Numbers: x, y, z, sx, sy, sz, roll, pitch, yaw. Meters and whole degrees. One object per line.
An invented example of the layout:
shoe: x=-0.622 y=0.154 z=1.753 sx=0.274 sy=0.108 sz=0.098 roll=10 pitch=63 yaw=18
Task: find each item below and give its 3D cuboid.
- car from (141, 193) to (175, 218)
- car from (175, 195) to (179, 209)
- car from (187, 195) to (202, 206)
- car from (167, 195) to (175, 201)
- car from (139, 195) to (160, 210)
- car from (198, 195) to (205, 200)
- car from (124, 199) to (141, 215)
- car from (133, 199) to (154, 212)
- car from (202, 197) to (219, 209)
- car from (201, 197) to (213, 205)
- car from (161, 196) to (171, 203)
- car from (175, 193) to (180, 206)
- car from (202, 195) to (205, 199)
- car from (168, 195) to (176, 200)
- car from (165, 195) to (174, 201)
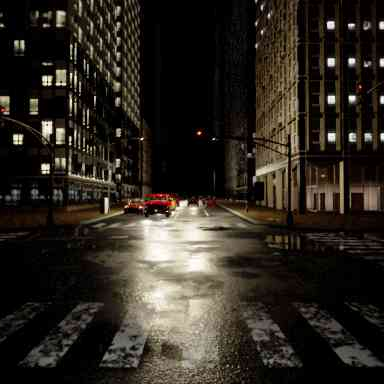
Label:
car: x=-3.062 y=1.233 z=31.086 sx=2.150 sy=2.045 sz=5.566 roll=0 pitch=0 yaw=0
car: x=-3.056 y=1.493 z=41.513 sx=1.882 sy=1.535 sz=5.008 roll=0 pitch=0 yaw=0
car: x=0.156 y=1.569 z=55.630 sx=2.033 sy=1.411 sz=5.357 roll=0 pitch=0 yaw=0
car: x=-5.585 y=1.587 z=89.508 sx=2.008 sy=1.369 sz=4.403 roll=1 pitch=0 yaw=0
car: x=-5.626 y=1.332 z=44.907 sx=2.192 sy=1.841 sz=5.009 roll=1 pitch=0 yaw=0
car: x=2.801 y=1.583 z=95.156 sx=1.887 sy=1.381 sz=4.507 roll=1 pitch=0 yaw=0
car: x=-5.640 y=1.453 z=33.756 sx=1.967 sy=1.590 sz=4.097 roll=1 pitch=0 yaw=0
car: x=-5.637 y=1.597 z=39.332 sx=1.802 sy=1.307 sz=4.206 roll=1 pitch=0 yaw=0
car: x=2.748 y=1.599 z=44.960 sx=1.802 sy=1.307 sz=4.206 roll=1 pitch=0 yaw=0
car: x=2.766 y=1.590 z=61.693 sx=1.947 sy=1.339 sz=4.313 roll=1 pitch=0 yaw=0
car: x=-5.602 y=1.573 z=72.782 sx=1.887 sy=1.381 sz=4.507 roll=1 pitch=0 yaw=0
car: x=-3.038 y=1.241 z=52.012 sx=2.150 sy=2.045 sz=5.566 roll=0 pitch=0 yaw=0
car: x=2.762 y=1.547 z=56.286 sx=1.752 sy=1.417 sz=4.829 roll=1 pitch=0 yaw=0
car: x=-5.580 y=1.605 z=95.083 sx=1.947 sy=1.339 sz=4.313 roll=1 pitch=0 yaw=0
car: x=-5.591 y=1.578 z=83.933 sx=1.887 sy=1.381 sz=4.507 roll=1 pitch=0 yaw=0
